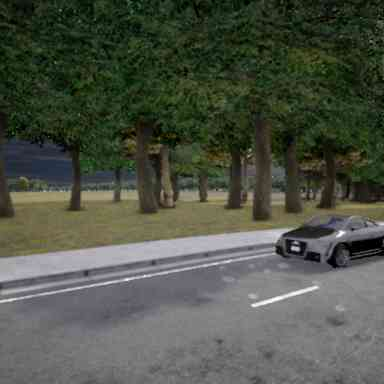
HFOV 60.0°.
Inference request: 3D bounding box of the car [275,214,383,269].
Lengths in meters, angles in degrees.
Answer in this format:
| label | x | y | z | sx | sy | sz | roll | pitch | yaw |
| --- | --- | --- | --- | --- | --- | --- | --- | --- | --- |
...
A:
| label | x | y | z | sx | sy | sz | roll | pitch | yaw |
| --- | --- | --- | --- | --- | --- | --- | --- | --- | --- |
| car | 4.677 | 1.445 | 10.777 | 4.181 | 1.385 | 1.994 | -1 | 0 | -33 |
